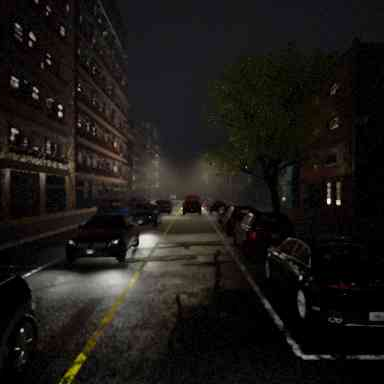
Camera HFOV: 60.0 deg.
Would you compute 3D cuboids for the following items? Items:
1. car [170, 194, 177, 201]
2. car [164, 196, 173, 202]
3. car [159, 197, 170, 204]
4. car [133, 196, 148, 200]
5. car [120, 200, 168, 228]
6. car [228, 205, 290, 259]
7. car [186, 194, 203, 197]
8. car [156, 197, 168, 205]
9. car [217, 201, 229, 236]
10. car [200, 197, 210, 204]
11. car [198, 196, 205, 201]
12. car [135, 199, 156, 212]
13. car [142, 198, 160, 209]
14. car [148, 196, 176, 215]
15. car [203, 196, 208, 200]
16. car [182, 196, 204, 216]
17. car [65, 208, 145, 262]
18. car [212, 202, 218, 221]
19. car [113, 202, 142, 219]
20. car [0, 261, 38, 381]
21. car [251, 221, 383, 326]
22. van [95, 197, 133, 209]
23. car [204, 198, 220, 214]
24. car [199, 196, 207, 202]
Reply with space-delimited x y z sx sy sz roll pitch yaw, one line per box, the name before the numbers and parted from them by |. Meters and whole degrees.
car | -2.999 1.307 51.111 1.895 1.301 4.718 0 0 0
car | -5.691 1.751 81.038 1.947 1.339 4.313 0 0 0
car | -5.691 1.693 69.646 1.887 1.381 4.507 0 0 0
car | -5.691 1.373 35.465 2.192 1.841 5.009 0 0 0
car | -3.084 1.524 22.459 2.128 1.511 4.902 0 0 0
car | 2.690 1.458 12.676 1.967 1.590 4.097 0 0 0
car | 0.018 1.307 45.779 2.150 2.045 5.566 0 0 0
car | -5.691 1.657 63.779 1.752 1.417 4.829 0 0 0
car | 2.689 1.466 18.372 1.967 1.590 4.097 0 0 0
car | 2.690 1.699 69.643 2.008 1.369 4.403 0 0 0
car | 2.689 1.809 92.429 1.802 1.307 4.206 0 0 0
car | -5.691 1.637 41.161 1.947 1.339 4.313 0 0 0
car | -5.691 1.636 46.857 2.008 1.369 4.403 0 0 0
car | -3.039 1.534 34.541 1.882 1.535 5.008 0 0 1
car | 2.689 1.511 41.160 1.967 1.590 4.097 0 0 0
car | 0.002 1.532 33.807 1.882 1.535 5.008 0 0 0
car | -3.089 1.543 12.384 1.812 1.442 4.674 0 0 0
car | 2.690 1.617 24.069 1.802 1.307 4.206 0 0 0
car | -5.691 1.628 29.768 1.802 1.307 4.206 0 0 0
car | -3.063 1.356 2.454 2.097 1.767 4.553 0 0 0
car | 2.690 1.561 6.978 2.008 1.369 4.403 0 0 0
van | -5.691 1.377 24.071 1.690 1.788 3.998 0 0 0
car | 2.690 1.609 35.463 2.008 1.369 4.403 0 0 0
car | 2.689 1.730 81.035 1.887 1.381 4.507 0 0 0
